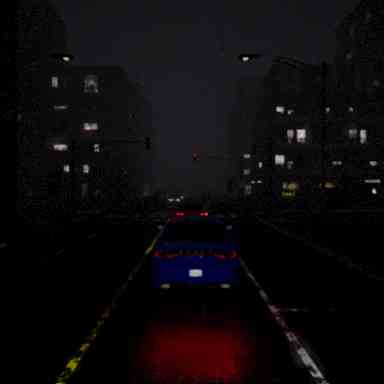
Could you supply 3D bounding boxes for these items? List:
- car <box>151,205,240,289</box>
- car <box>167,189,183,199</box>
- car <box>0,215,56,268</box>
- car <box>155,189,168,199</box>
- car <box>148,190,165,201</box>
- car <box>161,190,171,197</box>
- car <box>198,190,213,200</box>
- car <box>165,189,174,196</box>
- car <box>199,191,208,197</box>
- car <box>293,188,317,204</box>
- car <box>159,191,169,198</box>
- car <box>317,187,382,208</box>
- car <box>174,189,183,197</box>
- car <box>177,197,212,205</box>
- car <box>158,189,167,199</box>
[{"bbox_3d":[0.082,1.338,8.783,1.882,1.535,5.008,0,1,0],"label":"car"},{"bbox_3d":[-3.162,0.602,61.806,2.033,1.411,5.357,0,1,1],"label":"car"},{"bbox_3d":[-5.764,1.415,10.609,1.802,1.307,4.206,0,1,0],"label":"car"},{"bbox_3d":[-5.827,0.337,63.987,2.192,1.841,5.009,0,1,0],"label":"car"},{"bbox_3d":[-5.802,0.758,52.627,1.947,1.339,4.313,0,1,0],"label":"car"},{"bbox_3d":[-5.850,0.294,75.353,1.967,1.590,4.097,0,1,0],"label":"car"},{"bbox_3d":[2.566,0.546,58.327,1.967,1.590,4.097,0,1,0],"label":"car"},{"bbox_3d":[-5.874,0.127,86.717,1.967,1.590,4.097,0,1,0],"label":"car"},{"bbox_3d":[2.531,0.434,75.375,1.802,1.307,4.206,0,1,0],"label":"car"},{"bbox_3d":[14.477,0.403,38.979,5.009,1.841,2.192,-1,2,-1],"label":"car"},{"bbox_3d":[-5.838,0.466,69.502,1.752,1.417,4.829,0,1,0],"label":"car"},{"bbox_3d":[14.629,0.548,30.602,5.009,1.841,2.192,-1,2,-1],"label":"car"},{"bbox_3d":[-3.167,0.162,78.165,2.097,1.767,4.553,0,1,0],"label":"car"},{"bbox_3d":[0.057,1.232,18.748,1.812,1.442,4.674,0,1,1],"label":"car"},{"bbox_3d":[-5.814,0.635,58.139,1.752,1.417,4.829,0,1,0],"label":"car"}]
